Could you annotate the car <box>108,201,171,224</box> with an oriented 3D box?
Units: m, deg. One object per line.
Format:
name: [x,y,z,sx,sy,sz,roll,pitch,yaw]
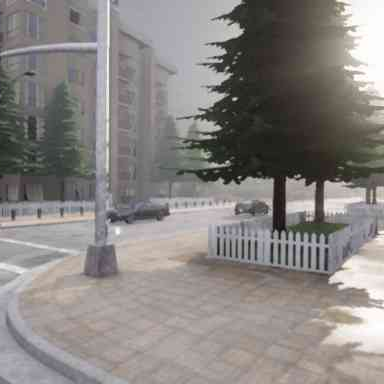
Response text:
car: [-3.664,1.341,22.882,2.033,1.411,5.357,1,1,34]

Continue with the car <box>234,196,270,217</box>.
car: [5.388,1.365,29.768,1.812,1.442,4.674,1,1,34]
